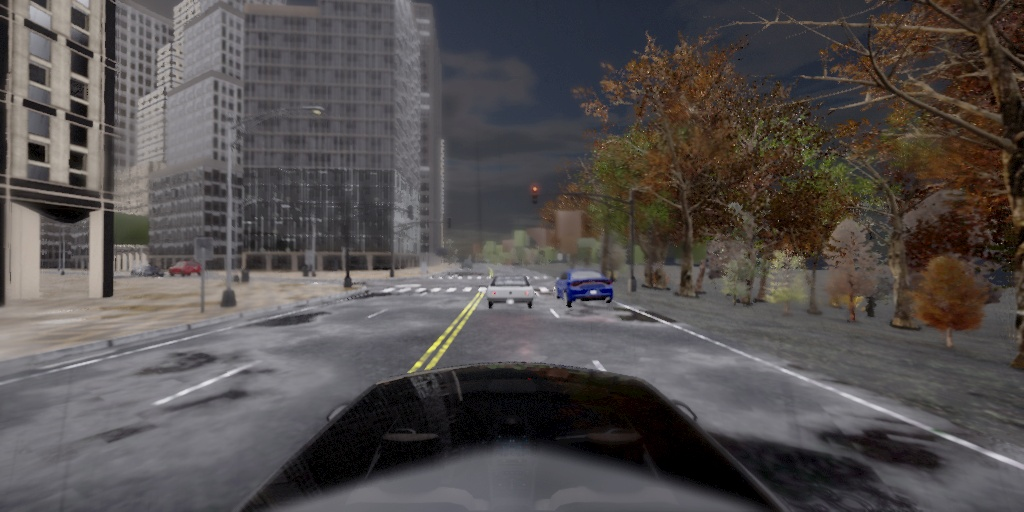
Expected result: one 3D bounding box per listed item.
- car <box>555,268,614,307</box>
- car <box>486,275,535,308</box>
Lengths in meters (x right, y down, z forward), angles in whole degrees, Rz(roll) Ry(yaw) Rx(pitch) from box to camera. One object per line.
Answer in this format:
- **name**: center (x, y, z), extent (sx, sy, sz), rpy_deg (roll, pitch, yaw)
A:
- **car**: center (3.135, 1.329, 16.388), extent (1.882, 1.535, 5.008), rpy_deg (-3, -2, -1)
- **car**: center (-0.086, 1.487, 15.975), extent (1.895, 1.301, 4.718), rpy_deg (0, -1, -1)
